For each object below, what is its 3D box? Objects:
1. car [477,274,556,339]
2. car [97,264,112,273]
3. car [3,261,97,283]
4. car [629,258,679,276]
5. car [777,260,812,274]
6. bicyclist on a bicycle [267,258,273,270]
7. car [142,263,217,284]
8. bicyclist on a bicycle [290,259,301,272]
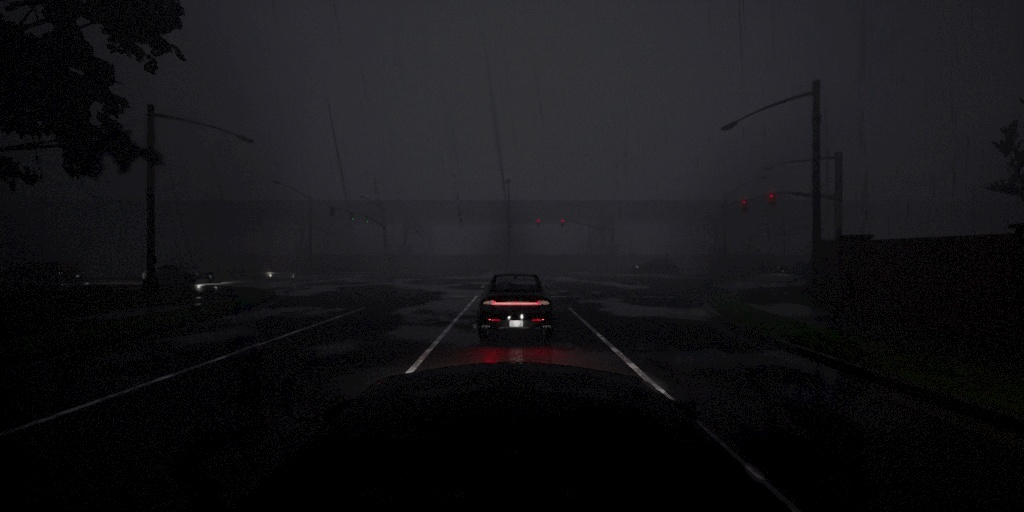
[{"bbox_3d":[0.099,1.242,10.137,2.128,1.511,4.902,0,0,0],"label":"car"},{"bbox_3d":[-49.647,1.297,41.451,5.357,1.411,2.033,0,0,2],"label":"car"},{"bbox_3d":[-35.056,1.241,26.999,4.902,1.511,2.128,0,0,2],"label":"car"},{"bbox_3d":[14.326,1.043,36.307,4.553,1.767,2.097,0,0,2],"label":"car"},{"bbox_3d":[29.815,1.087,35.880,5.357,1.411,2.033,-1,0,2],"label":"car"},{"bbox_3d":[-31.583,1.050,46.803,0.582,1.620,1.656,0,0,-33],"label":"bicyclist on a bicycle"},{"bbox_3d":[-24.683,1.275,26.673,4.674,1.442,1.812,0,0,2],"label":"car"},{"bbox_3d":[-27.031,1.202,44.712,0.582,1.620,1.656,0,0,14],"label":"bicyclist on a bicycle"}]
